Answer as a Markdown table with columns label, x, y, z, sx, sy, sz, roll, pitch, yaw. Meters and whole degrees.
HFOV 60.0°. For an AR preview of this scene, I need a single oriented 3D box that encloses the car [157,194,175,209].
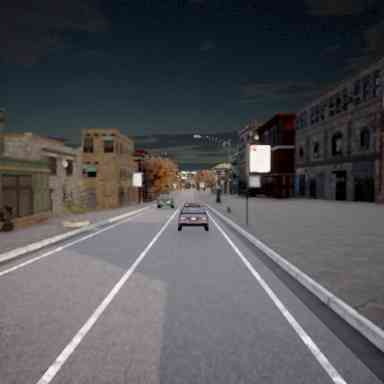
| label | x | y | z | sx | sy | sz | roll | pitch | yaw |
| --- | --- | --- | --- | --- | --- | --- | --- | --- | --- |
| car | -3.537 | 1.256 | 45.552 | 2.150 | 2.045 | 5.566 | 0 | 0 | 0 |

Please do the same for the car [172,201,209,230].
| label | x | y | z | sx | sy | sz | roll | pitch | yaw |
| --- | --- | --- | --- | --- | --- | --- | --- | --- | --- |
| car | 0.068 | 1.540 | 20.900 | 2.033 | 1.411 | 5.357 | 0 | 0 | 0 |
